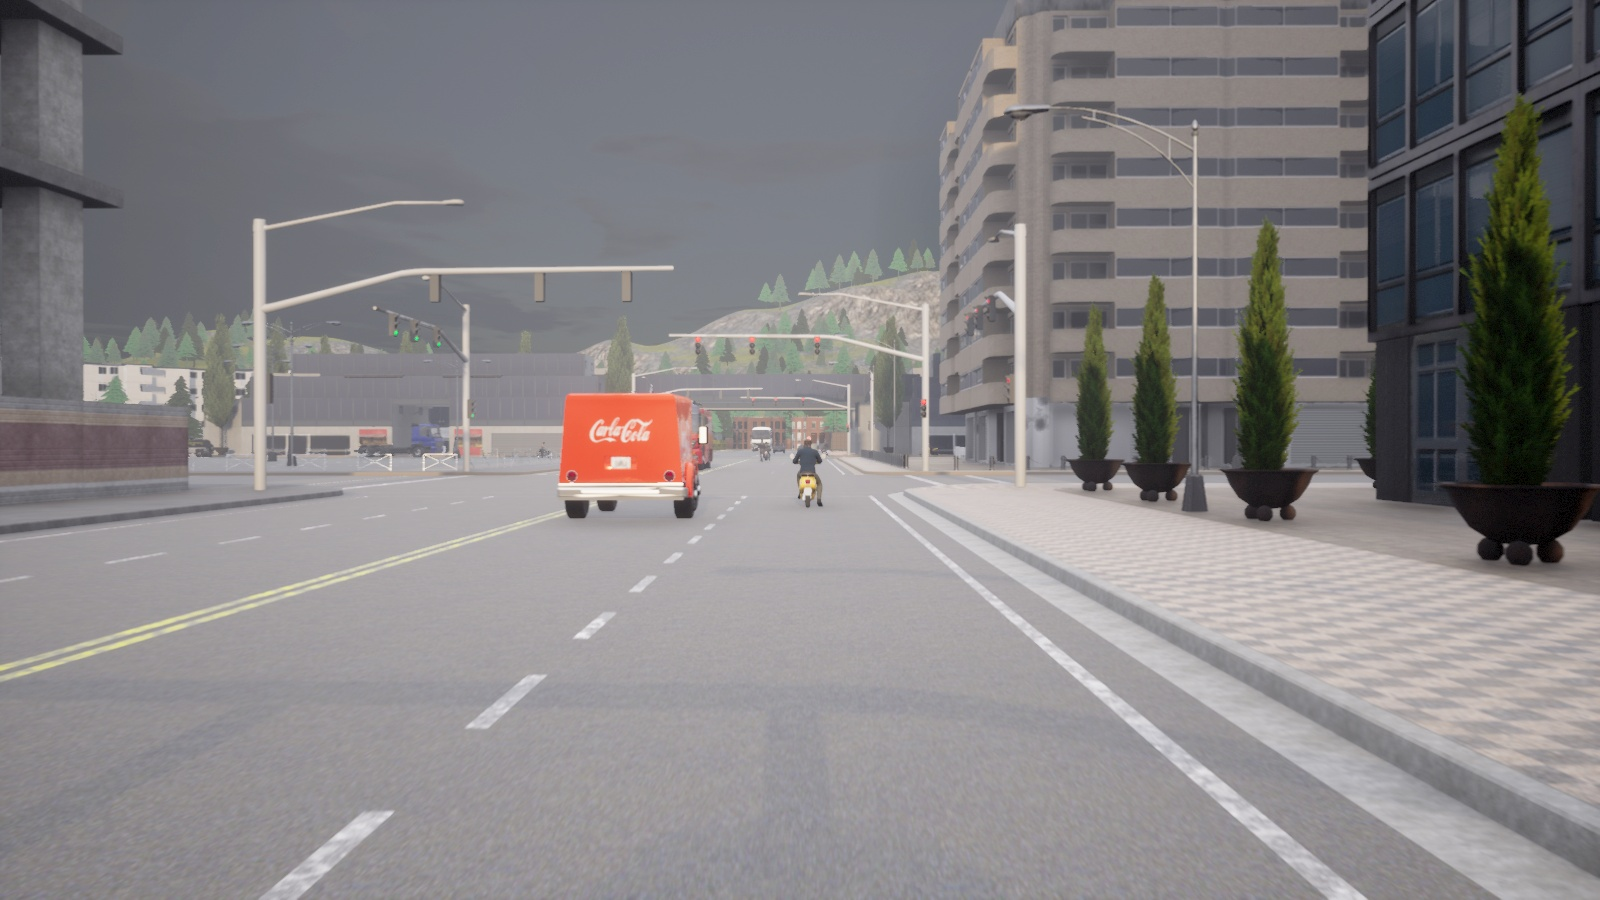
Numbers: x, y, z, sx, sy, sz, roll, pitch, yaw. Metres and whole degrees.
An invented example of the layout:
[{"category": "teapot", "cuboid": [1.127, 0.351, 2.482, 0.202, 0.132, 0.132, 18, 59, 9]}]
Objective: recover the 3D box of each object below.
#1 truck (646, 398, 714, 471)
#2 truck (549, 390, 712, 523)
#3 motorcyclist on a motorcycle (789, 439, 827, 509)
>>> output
[{"category": "truck", "cuboid": [-6.586, -0.818, 70.043, 2.891, 3.827, 8.468, 0, 0, 0]}, {"category": "truck", "cuboid": [-3.337, 0.111, 25.938, 2.627, 2.467, 5.204, 0, 0, 0]}, {"category": "motorcyclist on a motorcycle", "cuboid": [0.182, 0.535, 29.259, 0.866, 1.590, 1.817, 0, 0, 0]}]
